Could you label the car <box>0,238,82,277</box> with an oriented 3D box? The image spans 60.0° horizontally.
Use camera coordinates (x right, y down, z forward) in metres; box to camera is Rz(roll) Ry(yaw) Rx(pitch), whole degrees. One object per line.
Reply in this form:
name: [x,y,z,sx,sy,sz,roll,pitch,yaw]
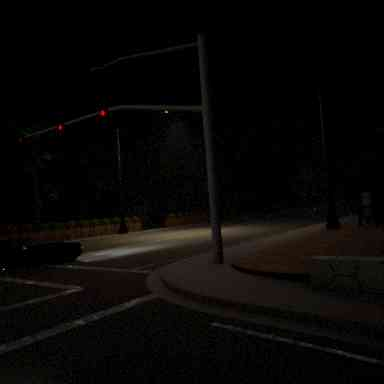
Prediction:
car: [-7.031,2.577,13.864,1.895,1.301,4.718,-6,-4,36]
